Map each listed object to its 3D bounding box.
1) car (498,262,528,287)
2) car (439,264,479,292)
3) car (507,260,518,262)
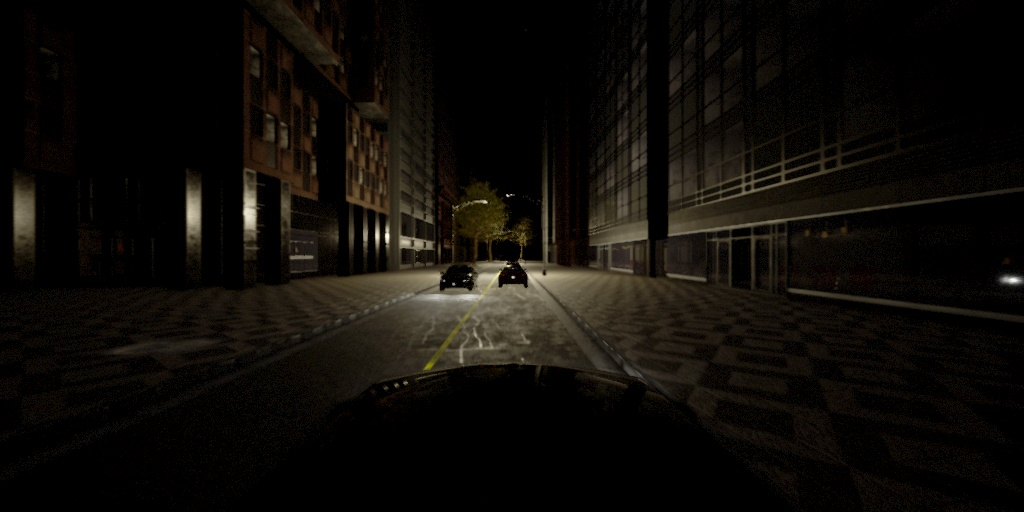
[{"bbox_3d":[0.081,1.328,24.839,1.994,1.385,4.181,0,0,0],"label":"car"},{"bbox_3d":[-3.075,1.269,21.447,1.837,1.490,4.892,0,-1,0],"label":"car"},{"bbox_3d":[0.089,1.282,46.386,1.837,1.490,4.892,0,0,0],"label":"car"}]
